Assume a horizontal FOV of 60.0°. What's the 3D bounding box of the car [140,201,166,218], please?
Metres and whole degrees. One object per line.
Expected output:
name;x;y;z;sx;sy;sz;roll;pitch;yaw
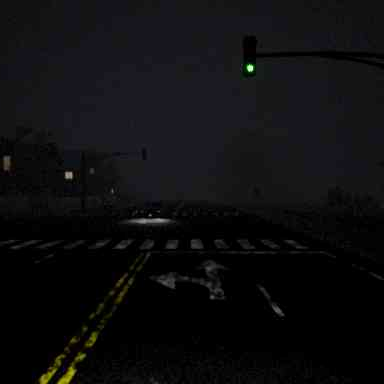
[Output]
car;-3.317;1.475;29.108;2.033;1.411;5.357;0;0;0

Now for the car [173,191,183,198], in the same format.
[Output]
car;-3.431;0.855;83.885;2.150;2.045;5.566;0;0;0
